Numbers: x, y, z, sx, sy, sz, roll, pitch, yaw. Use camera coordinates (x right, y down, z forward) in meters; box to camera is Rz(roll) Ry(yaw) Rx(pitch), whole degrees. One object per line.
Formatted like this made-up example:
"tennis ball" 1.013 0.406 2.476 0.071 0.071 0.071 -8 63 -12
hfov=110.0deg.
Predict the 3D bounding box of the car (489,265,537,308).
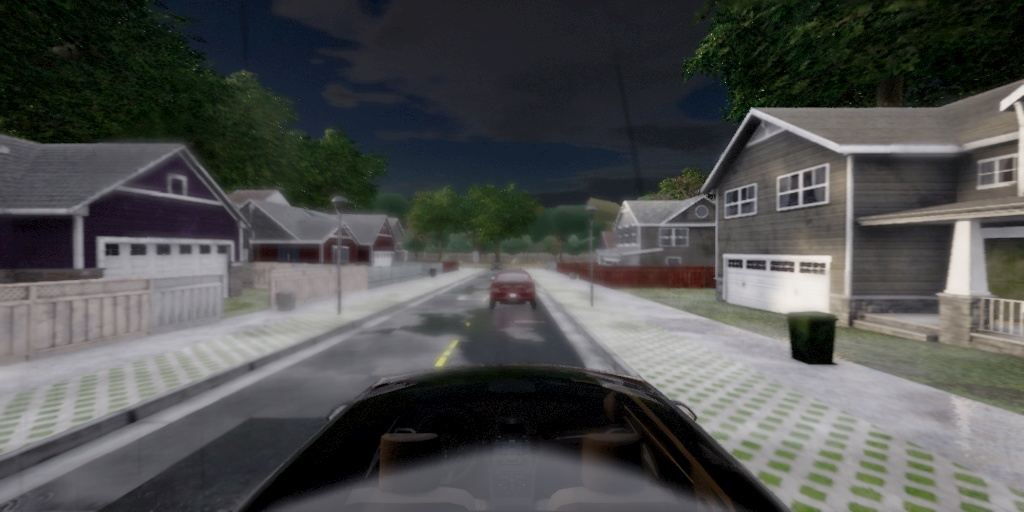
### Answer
"car" 0.061 1.356 16.044 1.882 1.535 5.008 0 0 1

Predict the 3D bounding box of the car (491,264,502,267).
"car" -2.598 1.820 61.347 1.994 1.385 4.181 0 -1 1
